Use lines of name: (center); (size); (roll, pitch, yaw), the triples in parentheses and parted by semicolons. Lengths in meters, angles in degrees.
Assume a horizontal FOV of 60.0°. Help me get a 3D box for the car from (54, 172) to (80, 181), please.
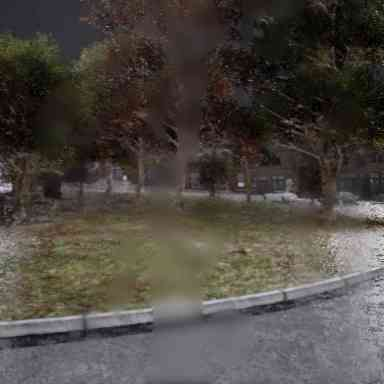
car: (-31.608, -4.024, 84.042); (2.435, 2.045, 5.566); (7, 7, 38)

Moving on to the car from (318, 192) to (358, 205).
car: (16.811, 0.684, 38.547); (2.128, 1.511, 4.902); (0, 1, -22)

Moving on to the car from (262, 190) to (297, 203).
car: (10.984, 0.525, 41.853); (1.812, 1.442, 4.674); (-1, 4, -37)

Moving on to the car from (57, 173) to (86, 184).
car: (-28.534, -3.157, 78.789); (1.946, 1.575, 5.366); (7, 7, 38)

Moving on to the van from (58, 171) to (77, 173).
van: (-29.932, -3.699, 81.586); (1.878, 1.987, 4.442); (6, 6, 38)
